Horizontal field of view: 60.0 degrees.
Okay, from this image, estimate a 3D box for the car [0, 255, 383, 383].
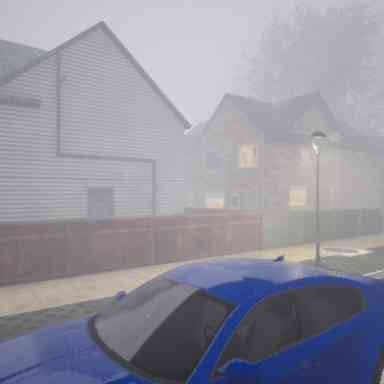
[{"bbox_3d":[0.321,1.487,3.292,5.008,1.535,1.882,0,0,-35],"label":"car"}]
